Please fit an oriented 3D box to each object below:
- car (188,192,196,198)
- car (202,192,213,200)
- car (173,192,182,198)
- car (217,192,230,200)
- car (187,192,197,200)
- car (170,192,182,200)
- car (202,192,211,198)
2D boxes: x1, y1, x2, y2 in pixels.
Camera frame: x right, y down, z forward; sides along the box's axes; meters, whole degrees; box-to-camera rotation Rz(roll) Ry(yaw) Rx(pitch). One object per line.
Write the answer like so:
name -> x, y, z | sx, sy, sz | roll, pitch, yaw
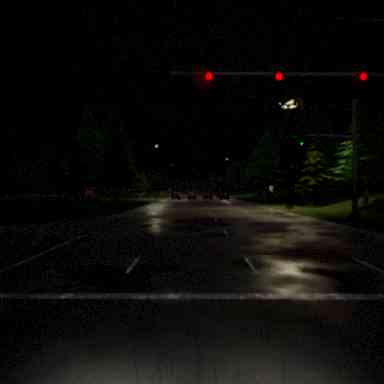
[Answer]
car -> -0.013, 0.720, 81.648 | 1.812, 1.442, 4.674 | 0, 0, 0
car -> 3.489, 0.986, 71.647 | 1.994, 1.385, 4.181 | 0, 0, 0
car -> -3.513, 0.720, 81.647 | 1.812, 1.442, 4.674 | 0, 0, 0
car -> 6.989, 0.986, 71.647 | 1.994, 1.385, 4.181 | 0, 0, 0
car -> -0.011, 0.976, 71.229 | 2.033, 1.411, 5.357 | 0, 0, 0
car -> -3.511, 0.958, 71.645 | 1.812, 1.442, 4.674 | 0, 0, 0
car -> 3.487, 0.721, 81.648 | 2.128, 1.511, 4.902 | 0, 0, 0
